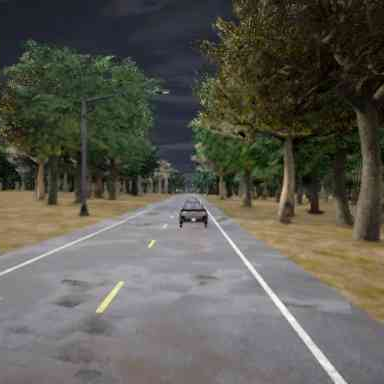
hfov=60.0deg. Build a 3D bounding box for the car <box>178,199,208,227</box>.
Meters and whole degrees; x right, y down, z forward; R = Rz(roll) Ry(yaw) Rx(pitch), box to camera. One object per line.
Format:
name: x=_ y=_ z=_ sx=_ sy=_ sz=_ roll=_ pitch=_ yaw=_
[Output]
car: x=0.099 y=1.483 z=23.009 sx=2.128 sy=1.511 sz=4.902 roll=0 pitch=0 yaw=0
